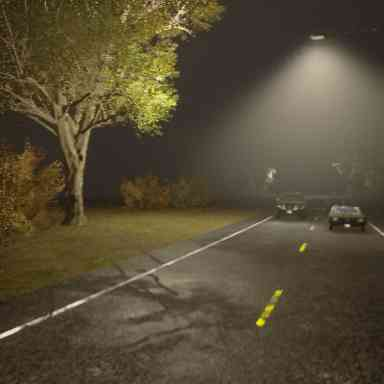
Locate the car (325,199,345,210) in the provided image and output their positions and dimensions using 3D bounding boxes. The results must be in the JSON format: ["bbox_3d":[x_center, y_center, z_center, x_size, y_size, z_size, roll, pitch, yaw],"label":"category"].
[{"bbox_3d":[15.557,1.397,36.053,1.994,1.385,4.181,0,0,21],"label":"car"}]

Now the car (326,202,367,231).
[{"bbox_3d":[9.226,1.517,19.961,1.895,1.301,4.718,0,0,22],"label":"car"}]

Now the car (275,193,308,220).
[{"bbox_3d":[8.160,1.088,26.919,2.150,2.045,5.566,0,0,22],"label":"car"}]
